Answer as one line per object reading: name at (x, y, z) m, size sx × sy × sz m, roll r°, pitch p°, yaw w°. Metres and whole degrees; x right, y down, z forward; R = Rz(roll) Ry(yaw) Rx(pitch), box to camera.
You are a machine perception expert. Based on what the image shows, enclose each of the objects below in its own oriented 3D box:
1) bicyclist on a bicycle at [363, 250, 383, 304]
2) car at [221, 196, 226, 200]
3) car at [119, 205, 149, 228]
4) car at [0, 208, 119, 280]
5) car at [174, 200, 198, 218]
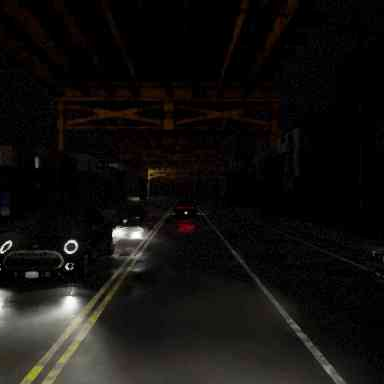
bicyclist on a bicycle at (4.221, 1.432, 6.649) m, size 1.656 × 1.620 × 0.582 m, roll 0°, pitch 0°, yaw -1°
car at (10.221, 1.393, 90.080) m, size 4.974 × 1.542 × 2.038 m, roll 0°, pitch 0°, yaw 29°
car at (-3.997, 1.550, 21.761) m, size 1.994 × 1.385 × 4.181 m, roll 0°, pitch 0°, yaw -1°
car at (-3.799, 1.345, 10.031) m, size 2.097 × 1.767 × 4.553 m, roll 0°, pitch 0°, yaw -1°
car at (-0.559, 1.485, 30.132) m, size 1.837 × 1.490 × 4.892 m, roll 0°, pitch 0°, yaw -1°
